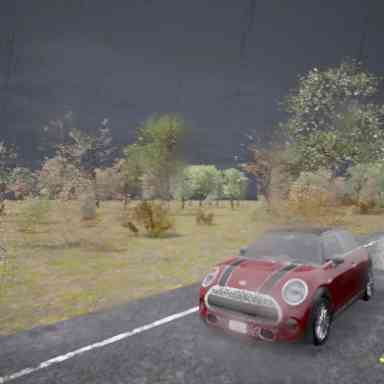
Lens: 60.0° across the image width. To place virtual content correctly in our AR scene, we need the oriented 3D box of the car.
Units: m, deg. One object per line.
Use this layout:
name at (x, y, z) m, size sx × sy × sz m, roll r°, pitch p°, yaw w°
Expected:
car at (2.168, 1.547, 6.925) m, size 2.097 × 1.767 × 4.553 m, roll -2°, pitch -2°, yaw 41°
